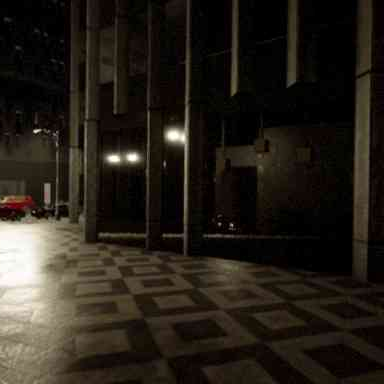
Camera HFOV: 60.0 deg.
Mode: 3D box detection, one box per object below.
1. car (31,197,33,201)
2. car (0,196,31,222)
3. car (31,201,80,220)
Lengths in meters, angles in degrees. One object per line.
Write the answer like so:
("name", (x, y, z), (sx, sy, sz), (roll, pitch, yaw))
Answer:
("car", (-19.290, 1.366, 35.193), (2.192, 1.841, 5.009), (1, 0, 35))
("car", (-15.618, 1.473, 25.647), (2.192, 1.841, 5.009), (1, 0, 35))
("car", (-12.351, 1.752, 30.248), (1.947, 1.339, 4.313), (1, 0, 35))
